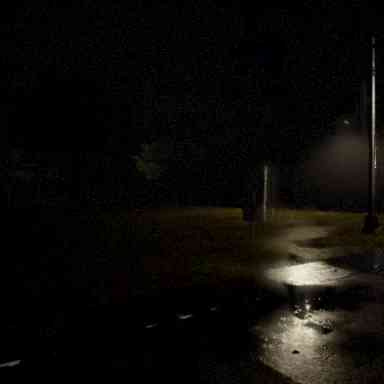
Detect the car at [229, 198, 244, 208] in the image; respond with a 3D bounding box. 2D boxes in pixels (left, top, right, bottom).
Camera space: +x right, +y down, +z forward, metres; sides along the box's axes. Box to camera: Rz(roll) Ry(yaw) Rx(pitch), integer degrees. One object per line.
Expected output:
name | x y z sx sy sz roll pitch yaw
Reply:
car | 7.286 1.506 44.863 2.033 1.411 5.357 4 -3 -35
